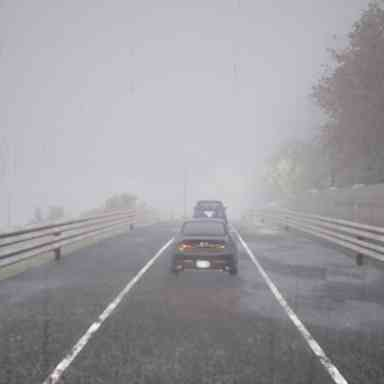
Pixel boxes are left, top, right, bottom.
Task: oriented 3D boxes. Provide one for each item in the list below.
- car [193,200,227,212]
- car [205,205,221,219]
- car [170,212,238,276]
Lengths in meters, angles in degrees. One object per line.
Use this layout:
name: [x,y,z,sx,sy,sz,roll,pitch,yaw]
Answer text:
car: [1.207,1.550,22.630,2.150,2.045,5.566,0,-2,4]
car: [3.235,3.097,50.397,2.150,2.045,5.566,0,-4,6]
car: [0.404,1.598,10.675,1.837,1.490,4.892,0,-1,3]
